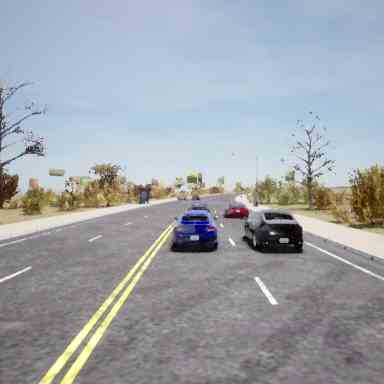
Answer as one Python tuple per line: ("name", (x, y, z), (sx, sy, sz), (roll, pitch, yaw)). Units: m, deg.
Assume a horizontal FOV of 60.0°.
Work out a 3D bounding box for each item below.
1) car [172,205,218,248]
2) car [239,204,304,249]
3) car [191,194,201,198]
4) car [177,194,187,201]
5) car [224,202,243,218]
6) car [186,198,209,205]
("car", (0.157, 1.530, 14.600), (1.812, 1.442, 4.674), (0, 0, 1))
("car", (3.406, 1.513, 14.532), (1.837, 1.490, 4.892), (0, 0, 1))
("car", (0.966, 1.302, 76.989), (1.837, 1.490, 4.892), (0, 0, 6))
("car", (-2.262, 1.330, 77.360), (2.128, 1.511, 4.902), (0, 0, 6))
("car", (3.877, 1.551, 29.422), (1.994, 1.385, 4.181), (0, 0, 2))
("car", (0.631, 1.552, 29.559), (1.994, 1.385, 4.181), (0, 0, 2))
